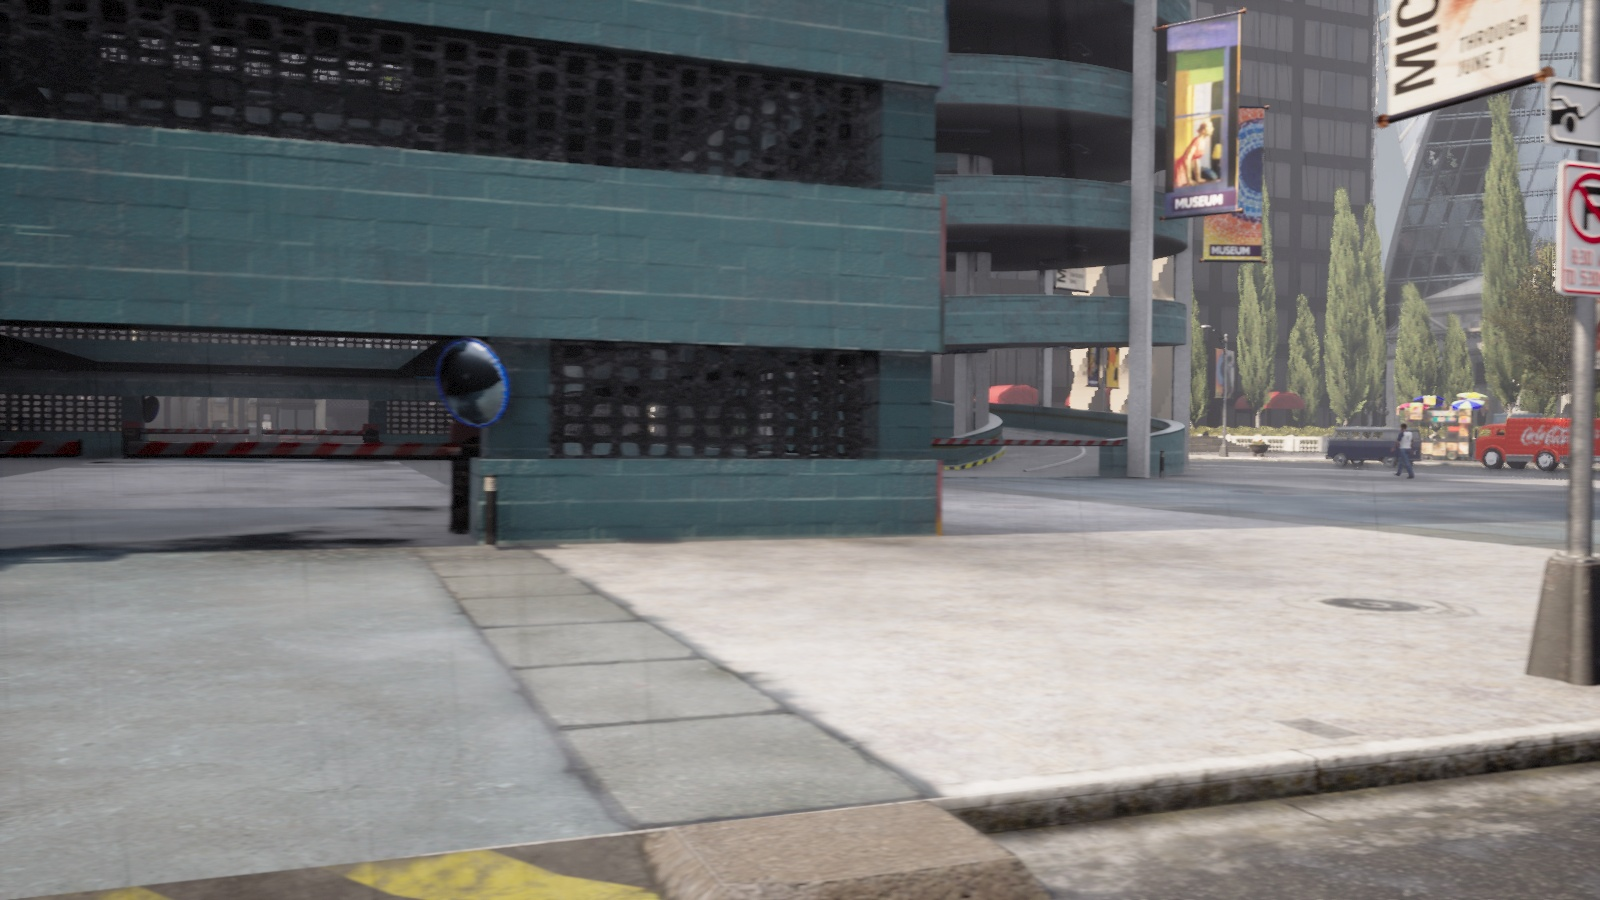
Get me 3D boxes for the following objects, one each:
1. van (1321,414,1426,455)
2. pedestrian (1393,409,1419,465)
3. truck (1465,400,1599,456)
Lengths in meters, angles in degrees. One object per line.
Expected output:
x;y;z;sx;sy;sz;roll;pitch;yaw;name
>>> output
28.269;-0.762;62.013;1.775;1.987;4.442;-1;1;-36;van
19.835;-0.428;41.130;0.354;1.836;0.706;-1;1;-22;pedestrian
34.496;-1.020;58.954;2.627;2.467;5.204;-1;1;-28;truck
